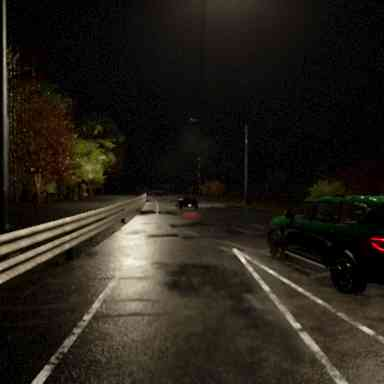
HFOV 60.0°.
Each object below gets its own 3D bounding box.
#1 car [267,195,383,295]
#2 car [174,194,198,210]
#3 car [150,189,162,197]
[{"bbox_3d":[3.920,1.094,8.658,2.150,2.045,5.566,0,1,-10],"label":"car"},{"bbox_3d":[-0.633,0.979,34.226,1.837,1.490,4.892,0,1,-10],"label":"car"},{"bbox_3d":[-7.894,0.246,75.035,1.837,1.490,4.892,0,1,-10],"label":"car"}]
